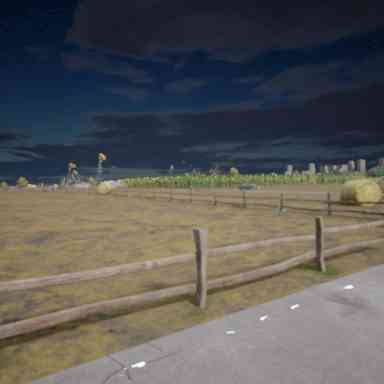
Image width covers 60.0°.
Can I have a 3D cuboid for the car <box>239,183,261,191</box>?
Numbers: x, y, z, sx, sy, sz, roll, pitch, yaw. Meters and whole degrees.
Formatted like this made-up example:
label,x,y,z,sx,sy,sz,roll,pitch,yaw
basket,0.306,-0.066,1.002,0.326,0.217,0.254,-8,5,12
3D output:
label,x,y,z,sx,sy,sz,roll,pitch,yaw
car,11.342,-0.949,64.994,2.128,1.511,4.902,-1,2,-35
